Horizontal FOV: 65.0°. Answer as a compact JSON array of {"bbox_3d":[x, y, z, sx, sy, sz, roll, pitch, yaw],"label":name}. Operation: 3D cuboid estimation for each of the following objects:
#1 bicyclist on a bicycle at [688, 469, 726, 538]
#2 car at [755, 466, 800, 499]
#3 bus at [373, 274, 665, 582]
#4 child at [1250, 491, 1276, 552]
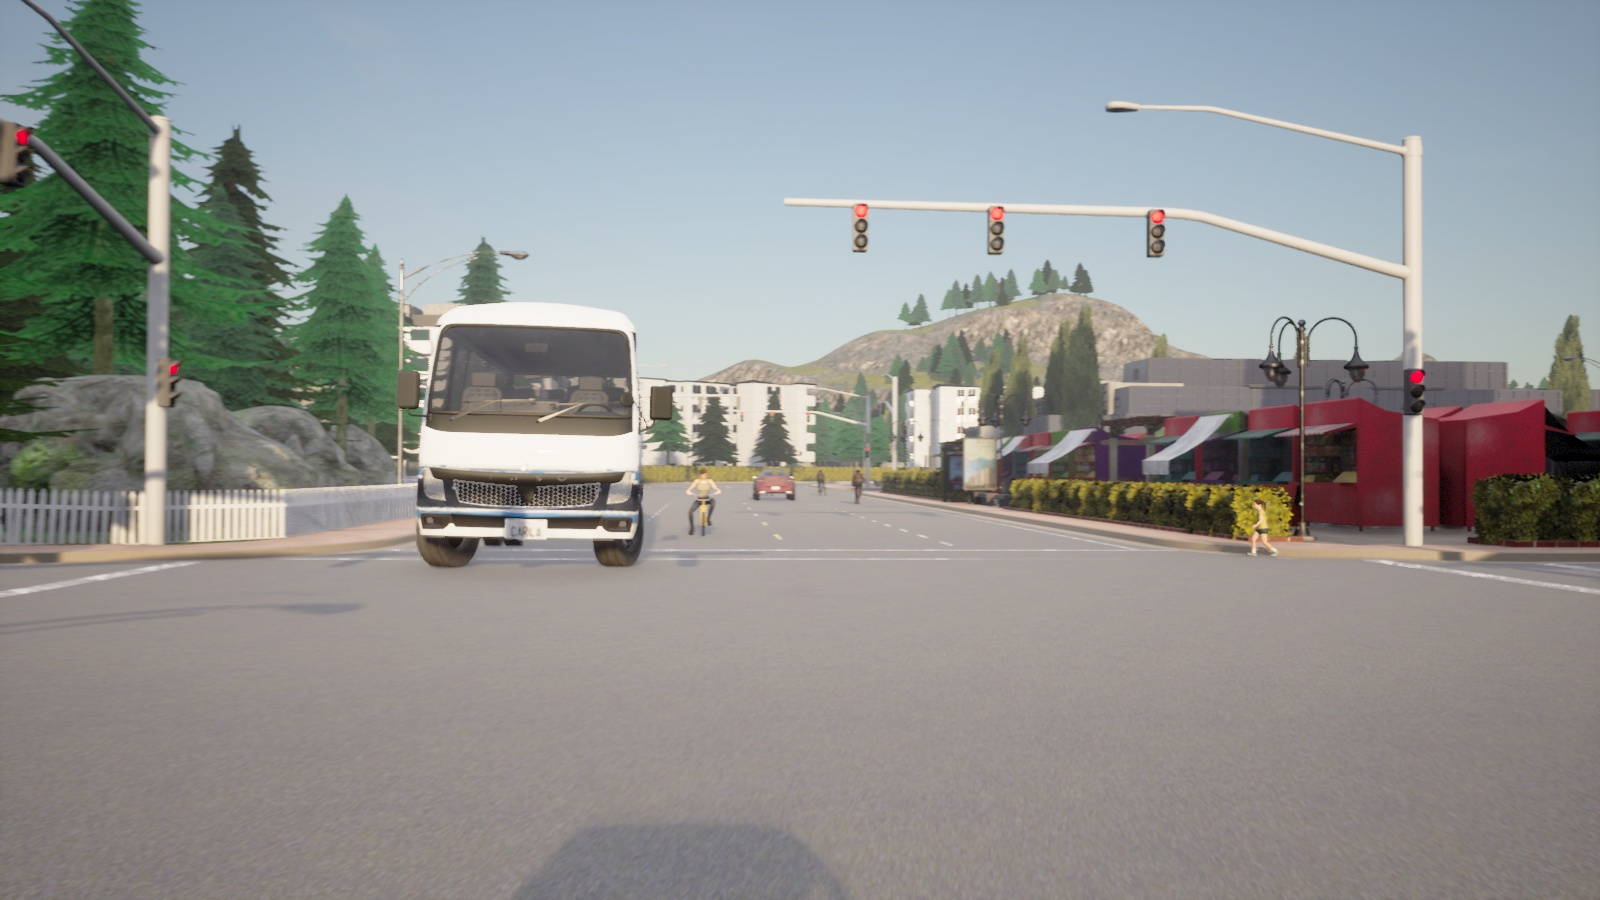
[{"bbox_3d":[-2.224,1.252,30.022,0.866,1.612,1.509,0,-1,-4],"label":"bicyclist on a bicycle"},{"bbox_3d":[-1.234,1.693,66.523,2.152,1.651,5.027,0,-1,-4],"label":"car"},{"bbox_3d":[-4.476,-0.184,22.769,3.944,4.253,10.273,1,-1,-6],"label":"bus"},{"bbox_3d":[8.553,1.319,23.208,0.394,1.110,0.255,0,-1,2],"label":"child"}]
